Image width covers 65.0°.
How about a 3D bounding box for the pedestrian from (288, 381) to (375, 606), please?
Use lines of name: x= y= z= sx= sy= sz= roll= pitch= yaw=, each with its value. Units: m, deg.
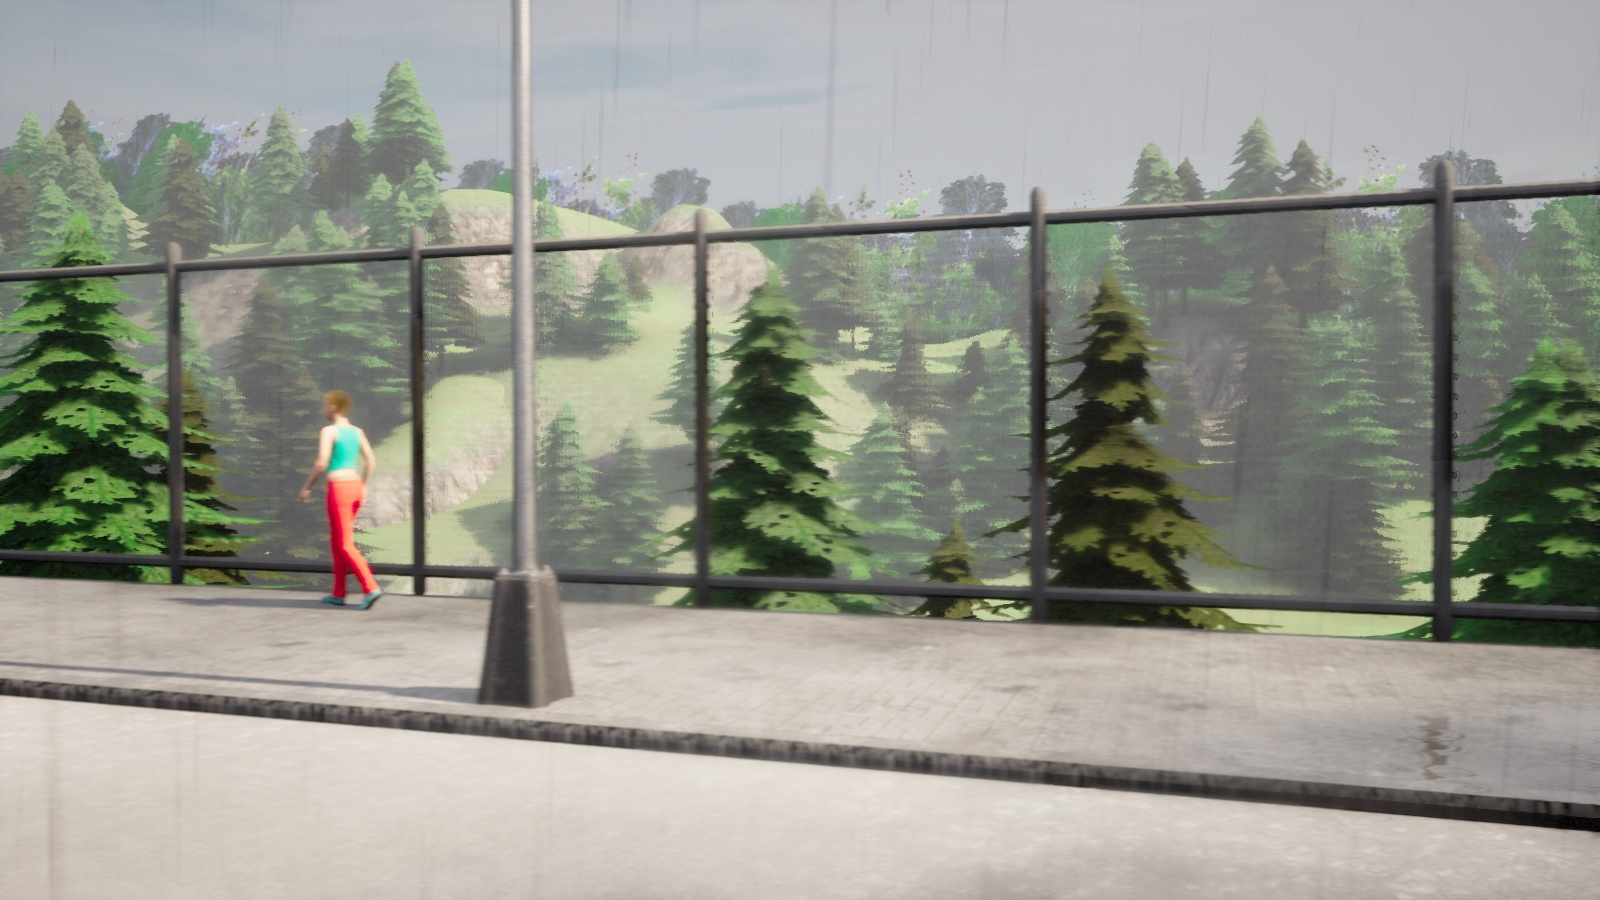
pedestrian: x=-3.928 y=0.353 z=10.528 sx=0.594 sy=1.836 sz=0.345 roll=1 pitch=1 yaw=18
